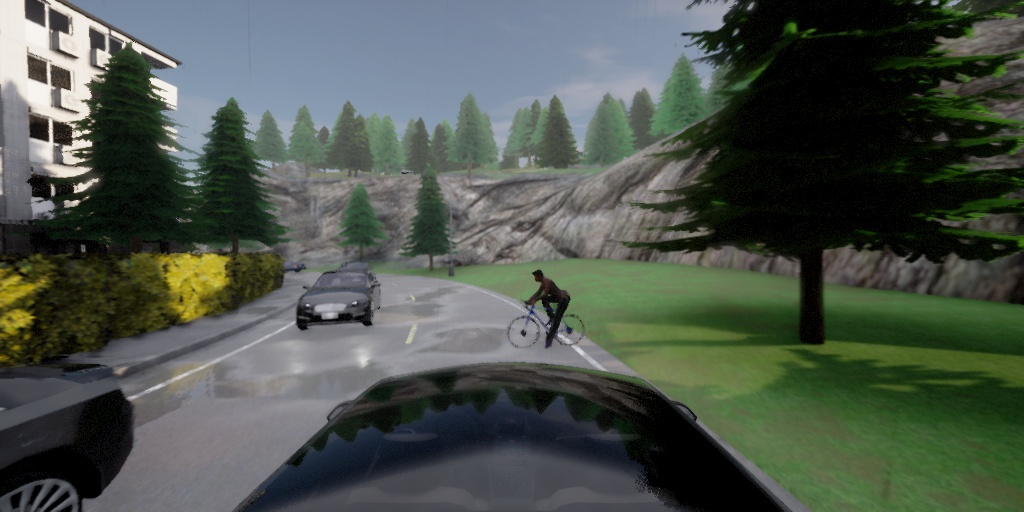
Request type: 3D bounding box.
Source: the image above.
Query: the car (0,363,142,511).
[{"bbox_3d":[-3.793,1.317,0.715,2.128,1.511,4.902,-1,1,-2],"label":"car"}]

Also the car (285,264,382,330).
[{"bbox_3d":[-5.176,1.188,11.222,2.128,1.511,4.902,-1,1,-16],"label":"car"}]

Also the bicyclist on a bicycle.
[{"bbox_3d":[0.704,1.091,7.397,1.656,1.620,0.582,-1,1,-8],"label":"bicyclist on a bicycle"}]

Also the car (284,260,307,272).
[{"bbox_3d":[-25.537,1.158,39.840,5.357,1.411,2.033,-1,1,15],"label":"car"}]

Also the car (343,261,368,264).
[{"bbox_3d":[-9.905,1.096,22.774,2.128,1.511,4.902,-1,1,-31],"label":"car"}]
